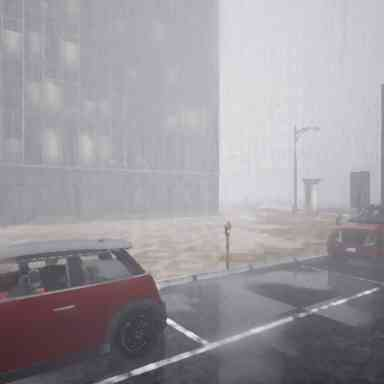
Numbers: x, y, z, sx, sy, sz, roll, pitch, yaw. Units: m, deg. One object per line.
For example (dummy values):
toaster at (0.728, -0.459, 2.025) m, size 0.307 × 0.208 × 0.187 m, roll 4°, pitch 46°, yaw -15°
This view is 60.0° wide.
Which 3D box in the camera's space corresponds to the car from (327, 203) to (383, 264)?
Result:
car at (6.539, 1.313, 10.847) m, size 5.009 × 1.841 × 2.192 m, roll 0°, pitch 0°, yaw -35°

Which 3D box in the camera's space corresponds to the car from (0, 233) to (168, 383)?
car at (-2.446, 1.439, 4.352) m, size 4.097 × 1.590 × 1.967 m, roll 0°, pitch 0°, yaw -35°
